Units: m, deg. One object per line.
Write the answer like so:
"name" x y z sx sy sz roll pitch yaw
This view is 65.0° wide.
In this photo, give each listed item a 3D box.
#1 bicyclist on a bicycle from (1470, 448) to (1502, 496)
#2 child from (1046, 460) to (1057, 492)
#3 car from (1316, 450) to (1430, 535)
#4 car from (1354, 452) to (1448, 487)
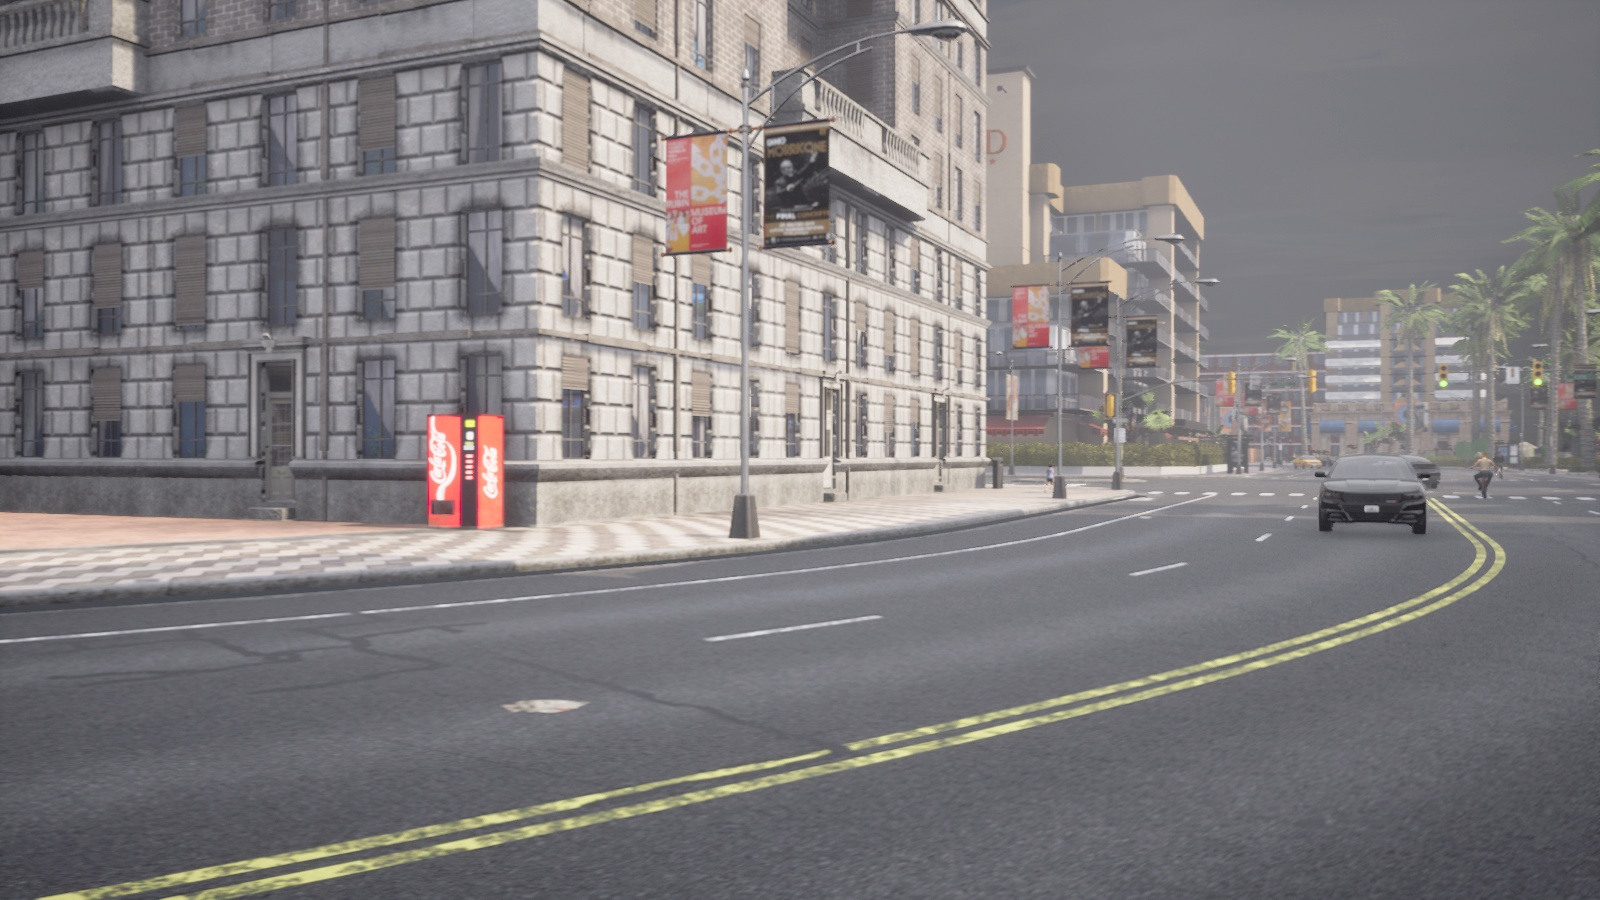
"bicyclist on a bicycle" 23.560 0.756 43.173 0.866 1.612 1.509 0 0 25
"child" 8.714 0.897 43.549 0.255 1.110 0.394 0 0 32
"car" 11.490 0.772 25.209 1.882 1.535 5.008 0 0 25
"car" 27.097 0.859 56.831 1.837 1.490 4.892 0 0 -1
